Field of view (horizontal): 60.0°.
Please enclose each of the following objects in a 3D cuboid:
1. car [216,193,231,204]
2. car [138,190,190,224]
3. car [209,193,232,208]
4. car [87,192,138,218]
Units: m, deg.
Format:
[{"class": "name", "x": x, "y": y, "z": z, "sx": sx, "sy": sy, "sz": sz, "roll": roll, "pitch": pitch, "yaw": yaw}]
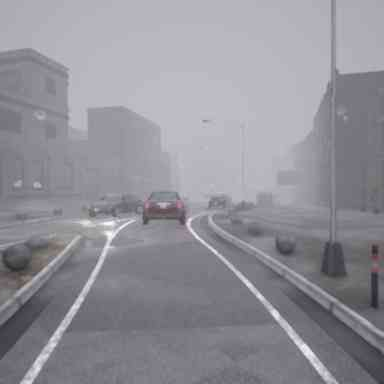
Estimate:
[{"class": "car", "x": 5.866, "y": 1.219, "z": 61.385, "sx": 2.150, "sy": 2.045, "sz": 5.566, "roll": 0, "pitch": -1, "yaw": 11}, {"class": "car", "x": -1.292, "y": 0.678, "z": 18.019, "sx": 2.097, "sy": 1.767, "sz": 4.553, "roll": 0, "pitch": 1, "yaw": 2}, {"class": "car", "x": 3.106, "y": 0.981, "z": 36.219, "sx": 1.837, "sy": 1.490, "sz": 4.892, "roll": 0, "pitch": -1, "yaw": 16}, {"class": "car", "x": -4.778, "y": 0.798, "z": 21.316, "sx": 1.837, "sy": 1.490, "sz": 4.892, "roll": 0, "pitch": 1, "yaw": 17}]
